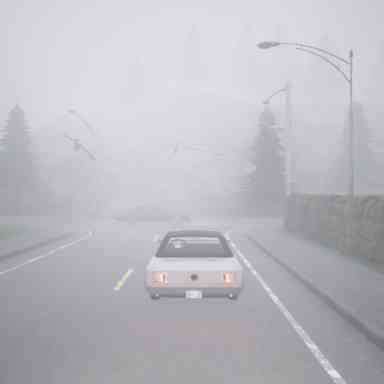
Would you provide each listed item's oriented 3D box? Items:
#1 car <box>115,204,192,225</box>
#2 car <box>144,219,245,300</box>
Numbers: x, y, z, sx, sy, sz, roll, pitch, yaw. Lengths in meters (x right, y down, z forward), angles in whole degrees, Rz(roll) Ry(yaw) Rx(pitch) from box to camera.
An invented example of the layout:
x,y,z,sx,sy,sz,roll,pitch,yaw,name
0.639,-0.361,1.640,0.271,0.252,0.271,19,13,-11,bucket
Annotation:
x,y,z,sx,sy,sz,roll,pitch,yaw,name
-2.706,1.547,23.681,5.357,1.411,2.033,0,0,1,car
0.058,1.601,8.353,1.895,1.301,4.718,0,0,0,car
